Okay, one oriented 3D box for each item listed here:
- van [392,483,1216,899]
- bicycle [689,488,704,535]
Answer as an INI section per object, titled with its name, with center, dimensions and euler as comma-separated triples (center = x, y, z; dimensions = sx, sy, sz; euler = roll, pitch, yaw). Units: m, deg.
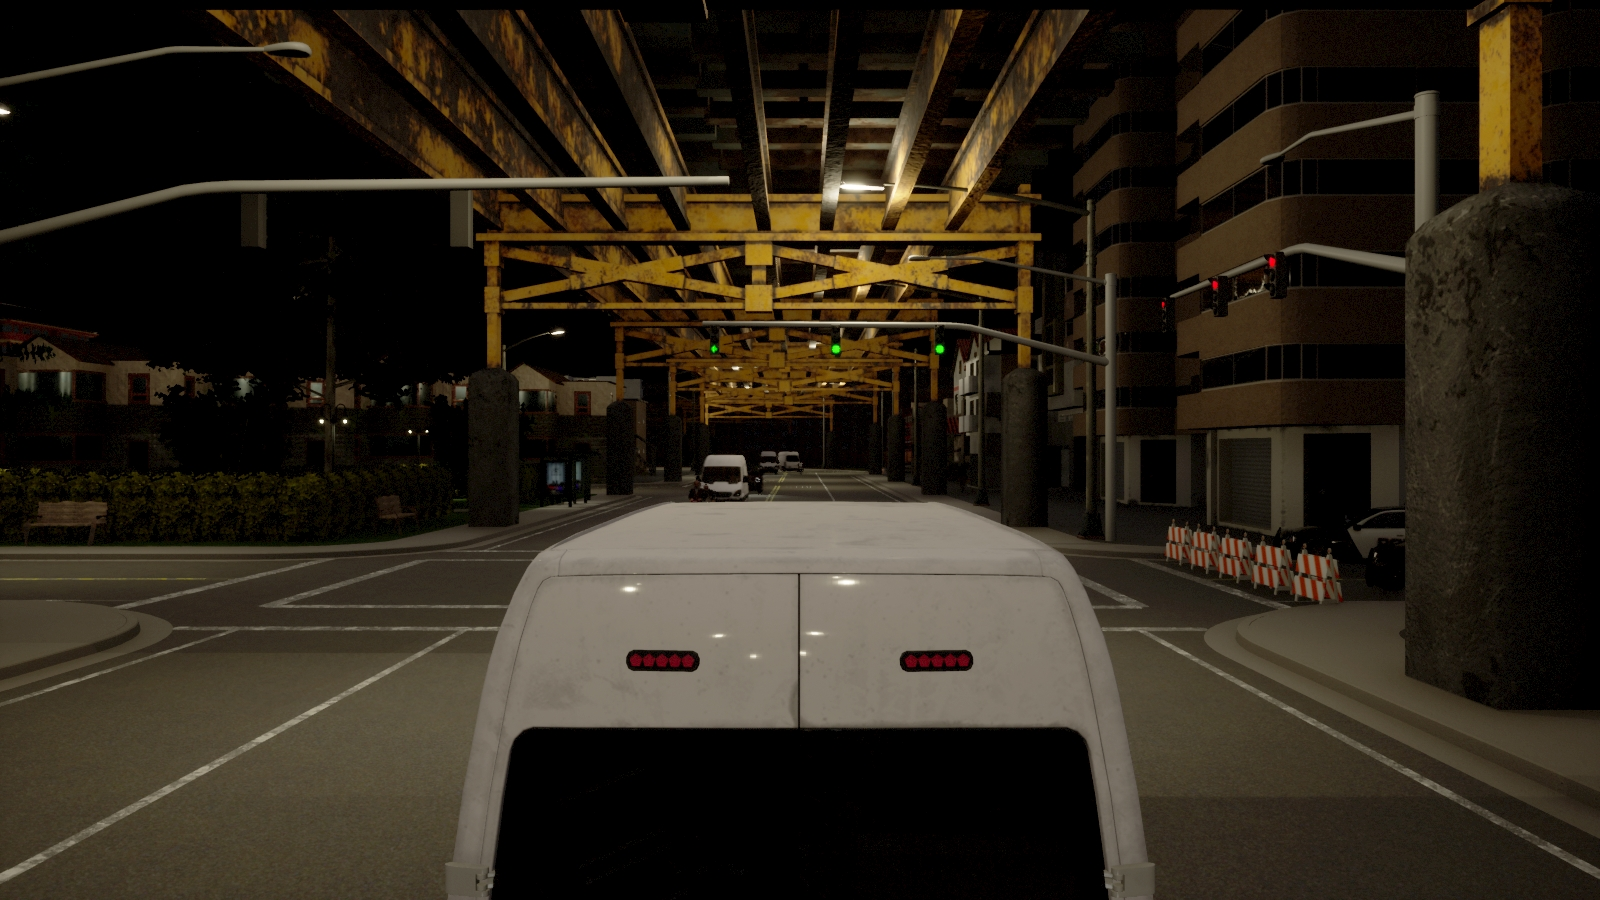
[van]
center = 0.015, 1.531, 5.717
dimensions = 1.988, 2.561, 5.915
euler = 0, 0, 0
[bicycle]
center = -3.464, 2.031, 38.221
dimensions = 0.329, 1.496, 1.835
euler = 0, 0, 0
